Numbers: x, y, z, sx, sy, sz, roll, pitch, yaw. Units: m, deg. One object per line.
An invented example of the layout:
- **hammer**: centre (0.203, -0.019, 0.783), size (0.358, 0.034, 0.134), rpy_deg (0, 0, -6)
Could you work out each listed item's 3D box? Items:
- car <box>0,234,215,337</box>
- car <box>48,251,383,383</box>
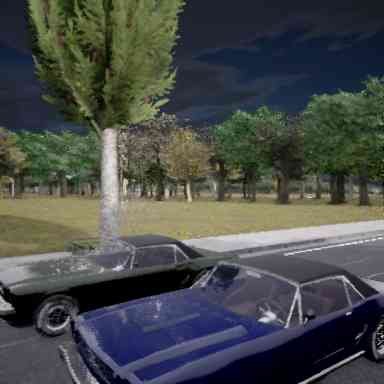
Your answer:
- **car**: centre (-1.331, 1.593, 6.726), size (4.718, 1.301, 1.895), rpy_deg (0, 0, -35)
- **car**: centre (0.890, 1.596, 4.314), size (4.718, 1.301, 1.895), rpy_deg (0, 0, -35)
